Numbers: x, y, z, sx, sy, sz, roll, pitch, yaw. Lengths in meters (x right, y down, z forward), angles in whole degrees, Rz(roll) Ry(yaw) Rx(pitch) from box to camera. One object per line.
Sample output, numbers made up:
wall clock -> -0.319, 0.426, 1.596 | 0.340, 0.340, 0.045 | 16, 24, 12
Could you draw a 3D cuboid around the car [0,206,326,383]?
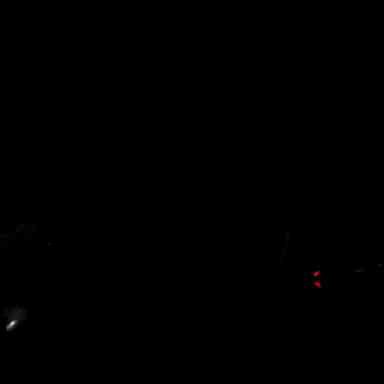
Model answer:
car -> -0.994, 1.218, 3.281 | 5.566, 2.045, 2.150 | 0, 0, -36
